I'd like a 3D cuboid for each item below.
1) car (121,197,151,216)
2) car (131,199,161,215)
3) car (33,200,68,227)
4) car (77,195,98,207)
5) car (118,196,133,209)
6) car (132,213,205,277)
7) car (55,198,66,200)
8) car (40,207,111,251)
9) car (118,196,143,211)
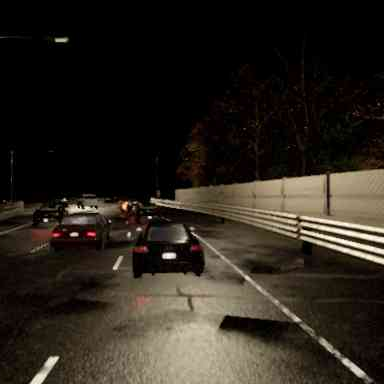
[{"bbox_3d":[-5.886,1.598,34.749,2.128,1.511,4.902,0,0,-16],"label":"car"},{"bbox_3d":[-3.572,1.584,26.199,1.837,1.490,4.892,0,0,-13],"label":"car"},{"bbox_3d":[-10.074,1.587,23.974,1.837,1.490,4.892,0,0,-13],"label":"car"},{"bbox_3d":[-14.999,1.381,47.701,2.150,2.045,5.566,0,0,-28],"label":"car"},{"bbox_3d":[-9.859,1.504,49.473,2.097,1.767,4.553,0,0,-12],"label":"car"},{"bbox_3d":[-0.808,1.595,10.446,1.994,1.385,4.181,0,0,-7],"label":"car"},{"bbox_3d":[-18.898,1.654,47.618,2.128,1.511,4.902,0,0,-28],"label":"car"},{"bbox_3d":[-4.643,1.595,14.478,2.033,1.411,5.357,0,0,-9],"label":"car"},{"bbox_3d":[-7.616,1.476,40.597,2.097,1.767,4.553,0,0,-16],"label":"car"}]
